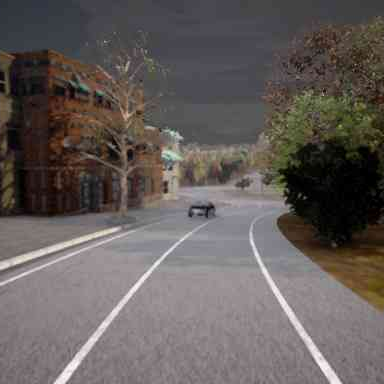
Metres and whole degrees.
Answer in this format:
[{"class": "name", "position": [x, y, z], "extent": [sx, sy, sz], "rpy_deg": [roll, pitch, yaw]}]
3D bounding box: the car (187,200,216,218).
[{"class": "car", "position": [0.976, 1.536, 30.702], "extent": [2.128, 1.511, 4.902], "rpy_deg": [2, 0, 15]}]
